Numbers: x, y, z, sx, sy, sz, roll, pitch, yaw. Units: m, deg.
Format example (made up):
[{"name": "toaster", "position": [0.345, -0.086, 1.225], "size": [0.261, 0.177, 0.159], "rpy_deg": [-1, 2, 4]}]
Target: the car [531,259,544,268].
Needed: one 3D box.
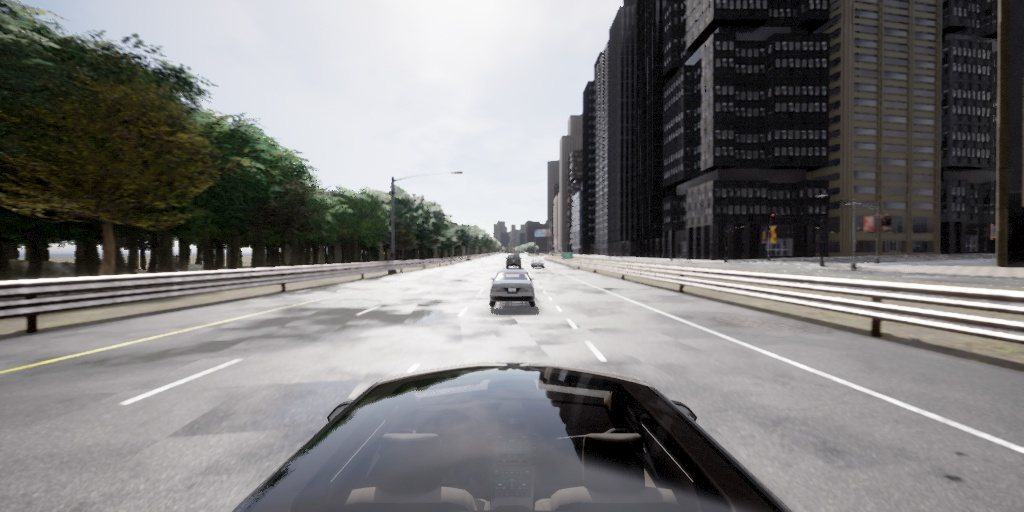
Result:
[{"name": "car", "position": [3.902, 1.189, 56.154], "size": [1.895, 1.301, 4.718], "rpy_deg": [0, 0, 1]}]

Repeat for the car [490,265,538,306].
[{"name": "car", "position": [0.016, 1.284, 15.723], "size": [2.033, 1.411, 5.357], "rpy_deg": [0, 0, 0]}]

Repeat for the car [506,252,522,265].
[{"name": "car", "position": [0.260, 0.825, 52.205], "size": [2.150, 2.045, 5.566], "rpy_deg": [0, 0, 1]}]
